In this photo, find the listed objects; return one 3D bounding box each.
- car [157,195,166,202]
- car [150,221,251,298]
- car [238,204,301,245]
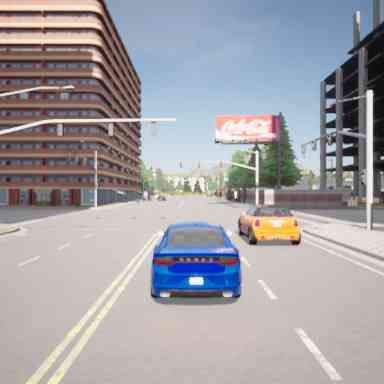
[{"bbox_3d":[-7.219,1.491,78.189,1.812,1.442,4.674,0,0,0],"label":"car"},{"bbox_3d":[0.076,1.474,8.557,1.882,1.535,5.008,0,0,0],"label":"car"},{"bbox_3d":[3.457,1.345,15.649,2.097,1.767,4.553,0,0,0],"label":"car"}]
